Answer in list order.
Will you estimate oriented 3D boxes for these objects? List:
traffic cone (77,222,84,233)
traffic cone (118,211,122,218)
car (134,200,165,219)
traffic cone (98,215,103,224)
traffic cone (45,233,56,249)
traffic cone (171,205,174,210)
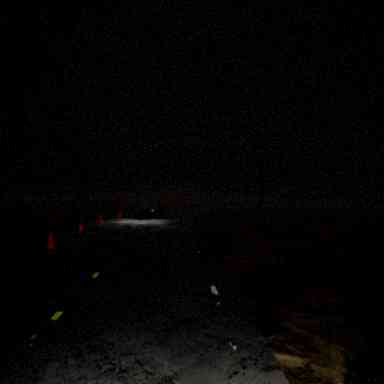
[{"bbox_3d":[-6.021,1.901,18.003,0.340,0.580,0.340,0,0,-6],"label":"traffic cone"},{"bbox_3d":[-6.199,1.916,28.499,0.340,0.580,0.340,0,0,5],"label":"traffic cone"},{"bbox_3d":[-3.659,1.453,29.316,1.882,1.535,5.008,0,0,7],"label":"car"},{"bbox_3d":[-6.372,1.903,23.233,0.340,0.580,0.340,0,0,-1],"label":"traffic cone"},{"bbox_3d":[-5.560,1.905,13.098,0.340,0.580,0.340,0,0,-5],"label":"traffic cone"},{"bbox_3d":[-2.567,2.025,43.831,0.340,0.580,0.340,0,0,22],"label":"traffic cone"}]
